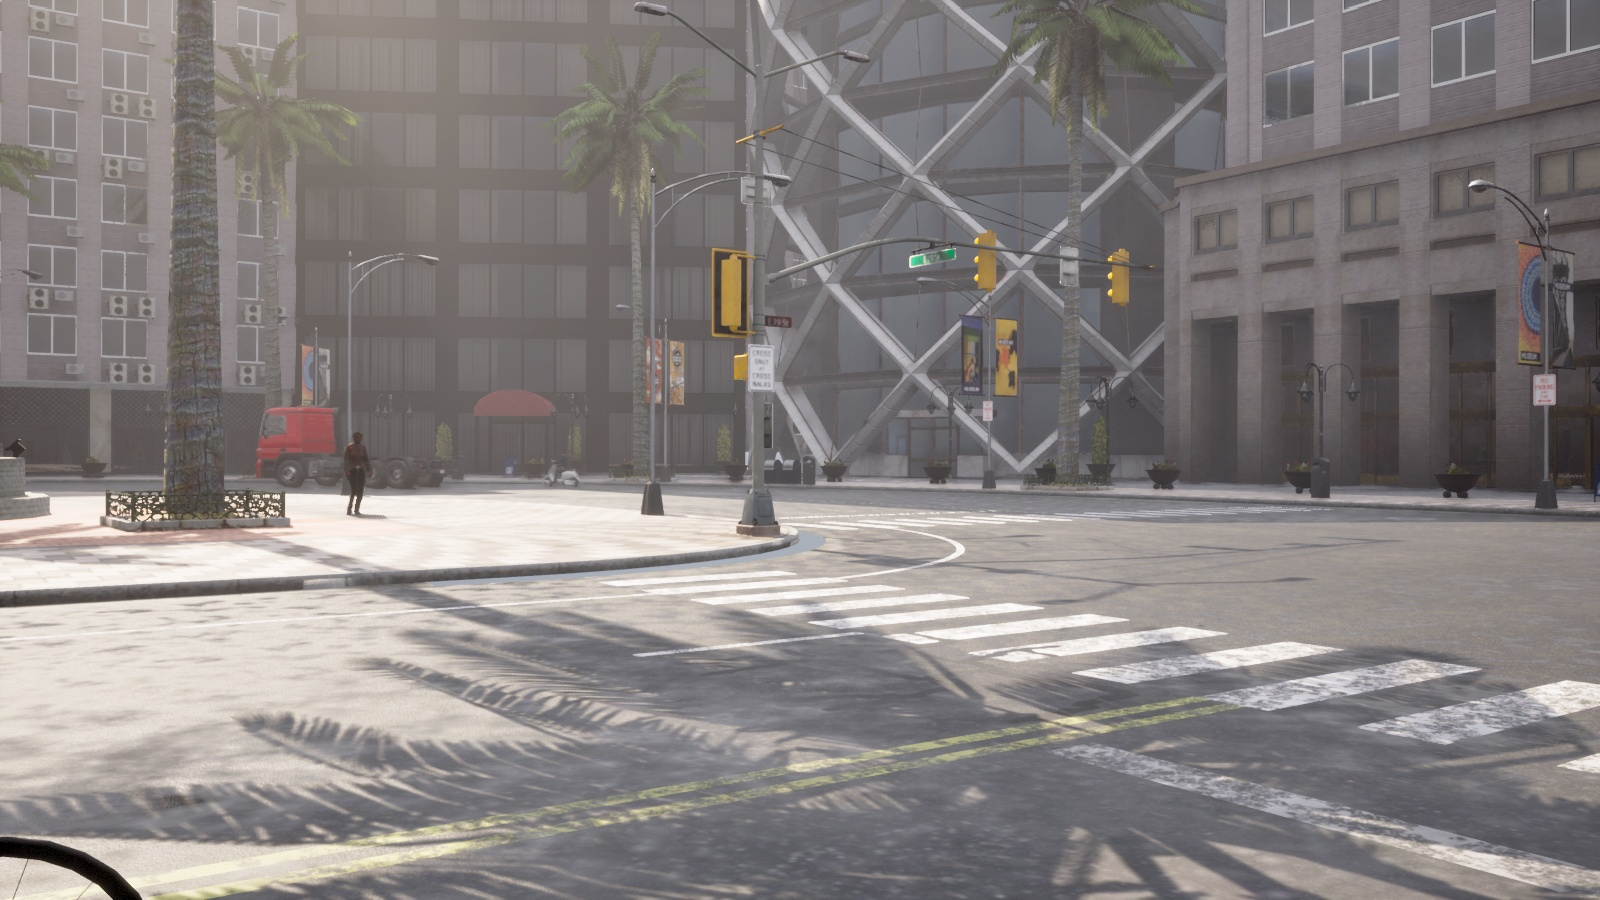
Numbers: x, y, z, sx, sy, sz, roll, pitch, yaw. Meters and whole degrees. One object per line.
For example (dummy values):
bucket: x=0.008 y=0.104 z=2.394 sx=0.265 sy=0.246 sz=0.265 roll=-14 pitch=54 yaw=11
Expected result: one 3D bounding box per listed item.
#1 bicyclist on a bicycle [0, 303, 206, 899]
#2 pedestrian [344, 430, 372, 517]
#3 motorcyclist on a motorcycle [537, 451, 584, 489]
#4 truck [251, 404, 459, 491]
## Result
bicyclist on a bicycle: x=-2.110 y=0.625 z=2.206 sx=1.843 sy=1.776 sz=0.659 roll=0 pitch=0 yaw=-35
pedestrian: x=-9.309 y=0.486 z=26.421 sx=0.328 sy=1.805 sz=0.869 roll=0 pitch=0 yaw=-36
motorcyclist on a motorcycle: x=-10.182 y=0.850 z=53.406 sx=1.817 sy=1.590 sz=0.866 roll=0 pitch=0 yaw=24
truck: x=-18.546 y=-0.069 z=52.461 sx=7.936 sy=3.462 sz=2.891 roll=0 pitch=0 yaw=15
